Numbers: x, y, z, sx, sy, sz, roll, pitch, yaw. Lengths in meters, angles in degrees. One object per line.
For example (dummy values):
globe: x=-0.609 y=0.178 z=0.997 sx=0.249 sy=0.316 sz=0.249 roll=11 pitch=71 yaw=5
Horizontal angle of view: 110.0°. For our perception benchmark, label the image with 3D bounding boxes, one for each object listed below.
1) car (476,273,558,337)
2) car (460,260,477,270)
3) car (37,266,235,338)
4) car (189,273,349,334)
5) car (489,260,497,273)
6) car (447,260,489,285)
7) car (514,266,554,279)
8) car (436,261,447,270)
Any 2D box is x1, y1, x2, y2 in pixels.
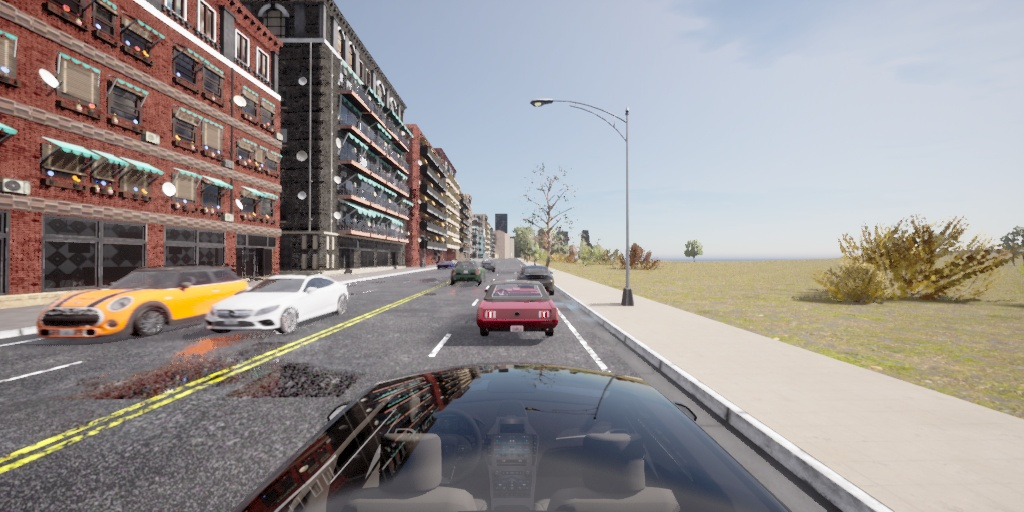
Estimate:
car: x=0.131 y=1.350 z=10.305 sx=1.895 sy=1.301 sz=4.718 roll=0 pitch=0 yaw=0
car: x=-6.400 y=1.341 z=52.932 sx=1.895 sy=1.301 sz=4.718 roll=0 pitch=0 yaw=0
car: x=-9.819 y=1.102 z=10.156 sx=2.097 sy=1.767 sz=4.553 roll=0 pitch=0 yaw=0
car: x=-6.568 y=1.275 z=10.716 sx=1.812 sy=1.442 sz=4.674 roll=0 pitch=0 yaw=0
car: x=-2.987 y=1.231 z=44.499 sx=2.128 sy=1.511 sz=4.902 roll=0 pitch=0 yaw=0
car: x=-3.060 y=1.101 z=25.887 sx=2.097 sy=1.767 sz=4.553 roll=0 pitch=0 yaw=0
car: x=1.204 y=1.254 z=19.505 sx=1.837 sy=1.490 sz=4.892 roll=0 pitch=0 yaw=0
car: x=-9.653 y=1.341 z=52.126 sx=1.895 sy=1.301 sz=4.718 roll=0 pitch=0 yaw=0
